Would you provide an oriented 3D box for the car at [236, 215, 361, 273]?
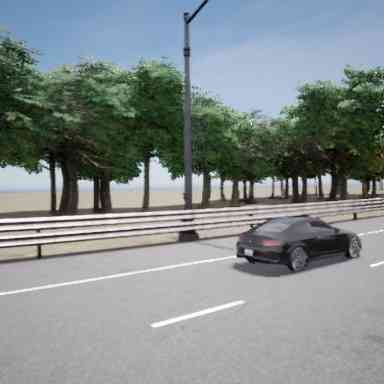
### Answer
[{"bbox_3d":[3.433,1.469,10.496,4.674,1.442,1.812,-1,1,-35],"label":"car"}]
